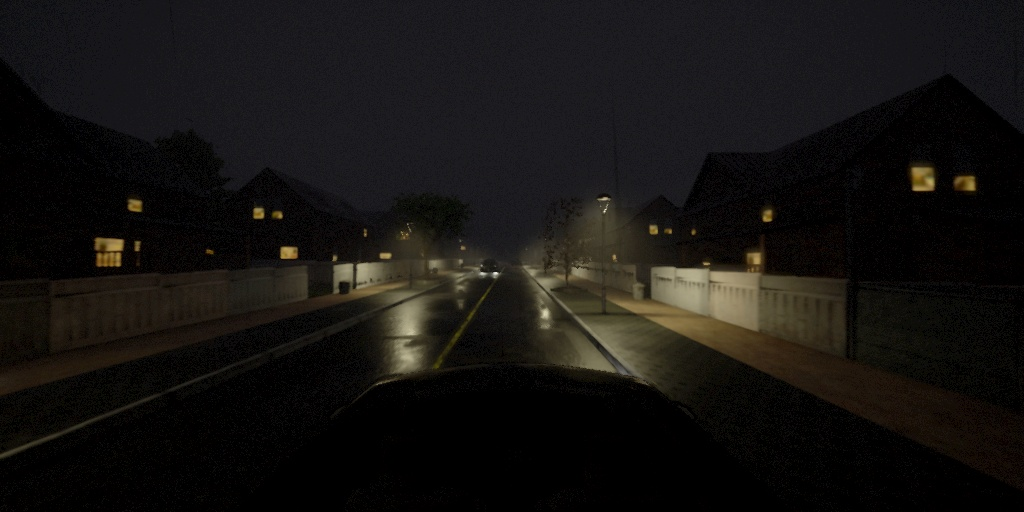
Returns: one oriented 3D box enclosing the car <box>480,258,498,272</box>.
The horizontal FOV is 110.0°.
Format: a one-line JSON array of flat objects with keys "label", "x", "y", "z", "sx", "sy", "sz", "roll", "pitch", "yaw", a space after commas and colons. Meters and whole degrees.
[{"label": "car", "x": -2.844, "y": 1.151, "z": 45.812, "sx": 2.097, "sy": 1.767, "sz": 4.553, "roll": 0, "pitch": 0, "yaw": 0}]
